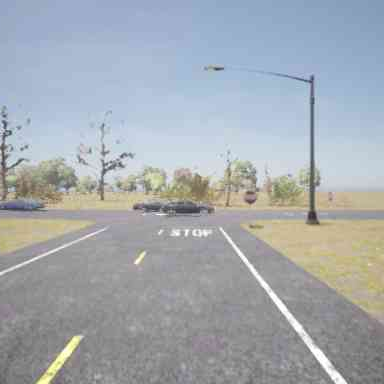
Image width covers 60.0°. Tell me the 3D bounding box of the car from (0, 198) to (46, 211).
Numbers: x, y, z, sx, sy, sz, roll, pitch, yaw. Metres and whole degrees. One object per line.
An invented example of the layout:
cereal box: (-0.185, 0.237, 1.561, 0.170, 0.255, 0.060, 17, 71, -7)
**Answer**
car: (-19.358, 1.431, 37.379, 5.357, 1.411, 2.033, 0, 0, -2)

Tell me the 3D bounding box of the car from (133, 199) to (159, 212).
car: (-3.974, 1.503, 37.812, 5.357, 1.411, 2.033, 0, 0, -1)

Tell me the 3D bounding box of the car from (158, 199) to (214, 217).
car: (-0.388, 1.478, 30.888, 4.892, 1.490, 1.837, 0, 0, -1)
